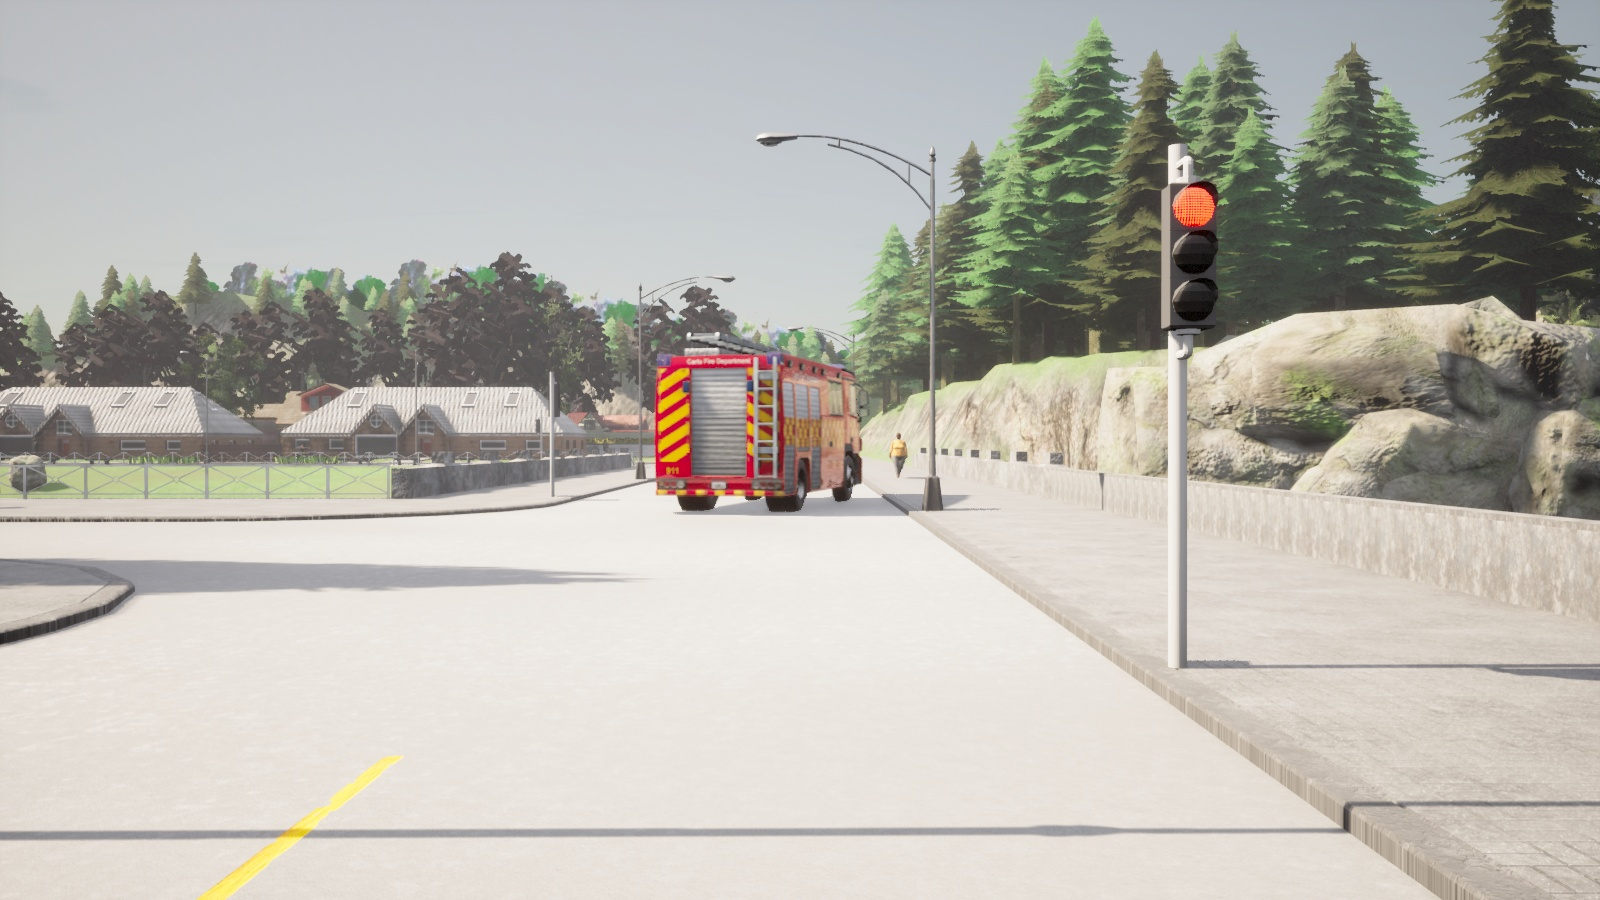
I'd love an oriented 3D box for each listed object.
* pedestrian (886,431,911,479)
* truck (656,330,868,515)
[{"bbox_3d":[3.823,0.184,48.816,0.874,1.855,0.900,0,0,0],"label":"pedestrian"},{"bbox_3d":[-0.608,-0.590,30.395,2.891,3.827,8.468,0,0,14],"label":"truck"}]
